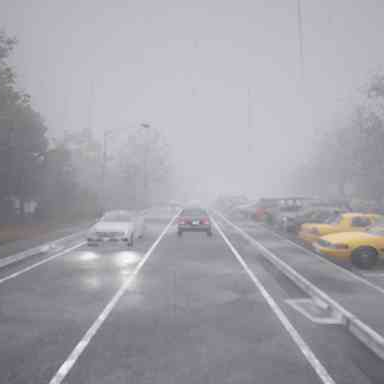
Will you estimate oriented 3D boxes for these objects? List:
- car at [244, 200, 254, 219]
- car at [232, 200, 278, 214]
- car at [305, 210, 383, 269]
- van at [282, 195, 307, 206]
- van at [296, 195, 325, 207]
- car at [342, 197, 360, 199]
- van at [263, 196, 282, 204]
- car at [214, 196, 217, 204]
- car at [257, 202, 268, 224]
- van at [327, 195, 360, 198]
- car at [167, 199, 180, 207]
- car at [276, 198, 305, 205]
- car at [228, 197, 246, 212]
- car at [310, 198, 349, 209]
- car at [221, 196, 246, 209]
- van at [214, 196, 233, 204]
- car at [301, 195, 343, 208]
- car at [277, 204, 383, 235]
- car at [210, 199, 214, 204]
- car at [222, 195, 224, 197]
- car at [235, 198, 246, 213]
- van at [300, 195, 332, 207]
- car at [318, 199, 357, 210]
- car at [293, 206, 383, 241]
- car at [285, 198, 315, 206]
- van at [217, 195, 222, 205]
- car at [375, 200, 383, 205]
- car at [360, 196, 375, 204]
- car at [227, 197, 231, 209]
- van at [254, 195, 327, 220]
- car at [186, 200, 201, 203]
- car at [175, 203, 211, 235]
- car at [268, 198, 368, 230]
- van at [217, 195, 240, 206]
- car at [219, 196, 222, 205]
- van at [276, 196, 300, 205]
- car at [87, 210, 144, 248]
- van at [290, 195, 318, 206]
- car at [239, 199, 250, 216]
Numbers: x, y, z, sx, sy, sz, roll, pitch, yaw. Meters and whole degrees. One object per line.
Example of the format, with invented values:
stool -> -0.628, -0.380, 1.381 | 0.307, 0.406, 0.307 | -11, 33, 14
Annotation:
car -> 7.029, 1.619, 27.284 | 4.792, 1.488, 2.163 | 0, 0, 0
car -> 7.143, 1.659, 38.388 | 4.892, 1.521, 2.231 | 0, 0, 0
car -> 6.756, 1.524, 10.760 | 5.366, 1.575, 1.946 | 0, 0, 0
van -> 20.295, 1.666, 65.880 | 4.442, 1.987, 1.878 | 0, -1, 0
van -> 20.469, 1.544, 57.585 | 4.442, 1.987, 1.878 | 0, 0, 0
car -> 20.210, 1.651, 38.194 | 5.008, 1.535, 2.097 | 0, 0, 0
van -> 20.666, 2.097, 85.264 | 4.442, 1.987, 1.878 | 0, -1, 0
car -> 7.322, 1.542, 60.598 | 5.566, 2.045, 2.435 | 0, 0, 0
car -> 7.048, 1.585, 21.731 | 4.792, 1.488, 2.163 | 0, 0, 0
van -> 20.372, 1.460, 43.859 | 4.442, 1.987, 1.878 | 0, 0, 0
car -> -3.098, 1.848, 57.034 | 1.812, 1.442, 4.674 | 0, -1, 1
car -> 20.247, 1.951, 68.643 | 5.366, 1.575, 1.946 | 0, -1, 0
car -> 6.932, 1.638, 35.614 | 5.366, 1.575, 1.946 | 0, 0, 0
car -> 20.288, 1.719, 49.274 | 5.008, 1.535, 2.097 | 0, 0, 0
car -> 6.991, 1.688, 43.942 | 5.366, 1.575, 1.946 | 0, 0, 0
van -> 7.548, 1.983, 80.010 | 4.442, 1.987, 1.878 | 0, -1, 0
car -> 20.286, 1.486, 52.170 | 5.566, 2.045, 2.435 | 0, 0, 0
car -> 6.974, 1.531, 16.179 | 4.892, 1.521, 2.231 | 0, 0, 0
car -> 7.417, 2.147, 77.230 | 5.008, 1.535, 2.097 | 0, -1, 0
car -> 7.184, 1.600, 49.493 | 4.553, 1.767, 2.185 | 0, 0, 0
car -> 7.068, 1.653, 32.836 | 4.792, 1.488, 2.163 | 0, 0, 0
van -> 20.451, 1.528, 54.940 | 4.442, 1.987, 1.878 | 0, 0, 0
car -> 20.272, 1.742, 46.503 | 4.674, 1.452, 2.002 | 0, 0, 0
car -> 7.145, 1.523, 13.410 | 5.366, 1.575, 1.946 | 0, 0, 0
car -> 20.397, 1.831, 63.104 | 5.008, 1.535, 2.097 | 0, -1, 0
van -> 7.158, 1.551, 57.823 | 4.442, 1.987, 1.878 | 0, 0, 0
car -> 20.128, 1.349, 29.884 | 5.566, 2.045, 2.435 | 0, 0, 0
car -> 20.148, 1.366, 32.654 | 5.566, 2.045, 2.435 | 0, 0, 0
car -> 7.150, 1.676, 41.164 | 4.892, 1.521, 2.231 | 0, 0, 0
van -> 7.155, 1.347, 24.509 | 4.442, 1.987, 1.878 | 0, 0, 0
car -> 0.229, 1.702, 41.547 | 1.812, 1.442, 4.674 | 0, 0, 0
car -> 0.126, 1.611, 19.190 | 2.033, 1.411, 5.357 | 0, 0, 0
car -> 7.030, 1.416, 18.959 | 4.553, 1.767, 2.185 | 0, 0, 0
van -> 7.217, 1.675, 66.134 | 4.442, 1.987, 1.878 | 0, -1, 0
car -> 7.230, 1.742, 52.269 | 5.008, 1.535, 2.097 | 0, 0, 0
van -> 20.568, 1.789, 71.416 | 4.442, 1.987, 1.878 | 0, -1, 0
car -> -3.327, 1.574, 15.247 | 1.812, 1.442, 4.674 | 0, 0, 0
van -> 20.257, 1.562, 60.489 | 4.442, 1.987, 1.878 | 0, -1, 0
car -> 7.049, 1.636, 30.060 | 4.792, 1.488, 2.163 | 0, 0, 0
